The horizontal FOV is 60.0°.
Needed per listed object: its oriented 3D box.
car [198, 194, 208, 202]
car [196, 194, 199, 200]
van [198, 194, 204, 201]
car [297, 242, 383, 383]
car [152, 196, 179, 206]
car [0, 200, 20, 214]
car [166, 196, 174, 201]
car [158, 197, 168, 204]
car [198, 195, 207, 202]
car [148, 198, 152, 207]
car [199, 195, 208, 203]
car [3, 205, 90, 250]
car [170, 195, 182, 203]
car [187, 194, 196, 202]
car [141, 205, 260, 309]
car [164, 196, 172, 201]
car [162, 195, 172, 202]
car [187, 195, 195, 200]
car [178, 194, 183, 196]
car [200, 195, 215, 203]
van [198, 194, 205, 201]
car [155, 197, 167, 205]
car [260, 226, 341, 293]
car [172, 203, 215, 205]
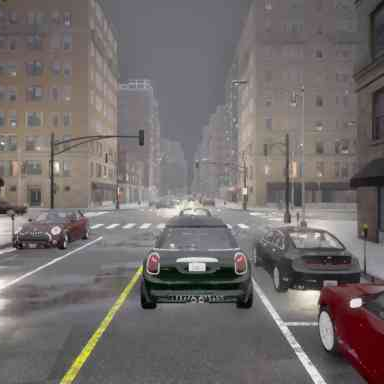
[{"bbox_3d":[2.602,1.595,63.756,1.752,1.417,4.829,0,0,0],"label":"car"},{"bbox_3d":[2.566,1.399,69.094,2.192,1.841,5.009,0,0,0],"label":"car"},{"bbox_3d":[2.415,1.504,91.122,1.690,1.788,3.998,0,0,0],"label":"van"},{"bbox_3d":[2.684,1.545,3.154,1.887,1.381,4.507,0,0,0],"label":"car"},{"bbox_3d":[-3.455,1.579,44.134,2.033,1.411,5.357,0,0,6],"label":"car"},{"bbox_3d":[-17.594,1.403,30.197,5.008,1.535,1.882,0,0,-2],"label":"car"},{"bbox_3d":[-6.111,1.728,91.073,1.947,1.339,4.313,0,0,0],"label":"car"},{"bbox_3d":[-5.960,1.665,69.041,1.802,1.307,4.206,0,0,0],"label":"car"},{"bbox_3d":[2.491,1.559,80.107,1.967,1.590,4.097,0,0,0],"label":"car"},{"bbox_3d":[-5.847,1.595,52.517,2.008,1.369,4.403,0,0,0],"label":"car"},{"bbox_3d":[2.528,1.541,74.601,1.967,1.590,4.097,0,0,0],"label":"car"},{"bbox_3d":[-5.813,1.445,14.156,1.967,1.590,4.097,0,0,0],"label":"car"},{"bbox_3d":[-3.106,1.654,56.429,1.895,1.301,4.718,0,0,0],"label":"car"},{"bbox_3d":[-0.181,1.707,80.076,1.895,1.301,4.718,0,0,0],"label":"car"},{"bbox_3d":[0.069,1.355,8.043,2.097,1.767,4.553,0,0,-1],"label":"car"},{"bbox_3d":[-6.073,1.721,85.565,1.802,1.307,4.206,0,0,0],"label":"car"},{"bbox_3d":[-6.035,1.559,80.058,1.967,1.590,4.097,0,0,0],"label":"car"},{"bbox_3d":[-0.249,1.543,90.051,1.994,1.385,4.181,0,0,0],"label":"car"},{"bbox_3d":[-3.110,1.590,69.449,1.837,1.490,4.892,0,0,0],"label":"car"},{"bbox_3d":[2.679,1.590,52.572,1.887,1.381,4.507,0,0,0],"label":"car"},{"bbox_3d":[2.453,1.481,85.615,1.690,1.788,3.998,0,0,0],"label":"van"},{"bbox_3d":[-5.922,1.613,63.533,1.887,1.381,4.507,0,0,0],"label":"car"},{"bbox_3d":[2.698,1.553,8.645,2.008,1.369,4.403,0,0,0],"label":"car"},{"bbox_3d":[0.139,1.497,15.345,2.128,1.511,4.902,0,0,0],"label":"car"}]
